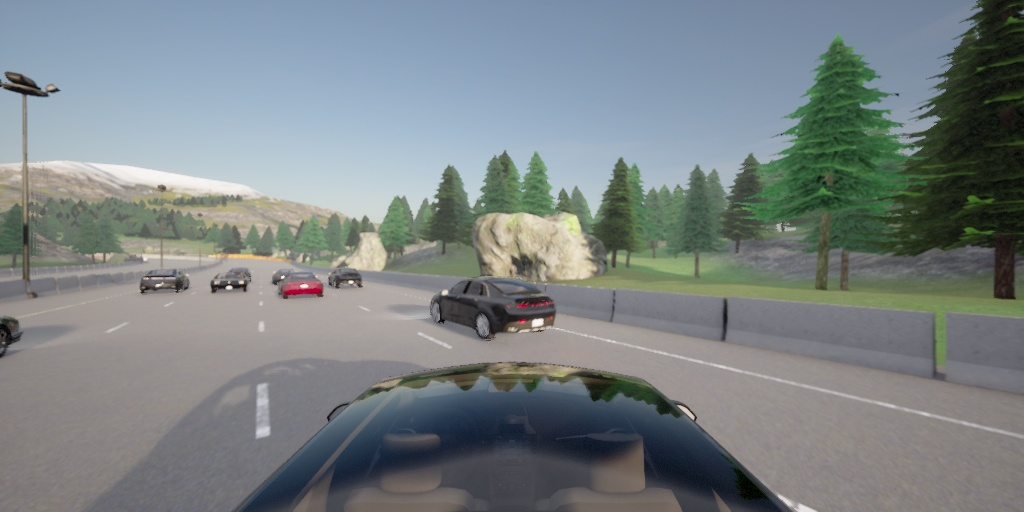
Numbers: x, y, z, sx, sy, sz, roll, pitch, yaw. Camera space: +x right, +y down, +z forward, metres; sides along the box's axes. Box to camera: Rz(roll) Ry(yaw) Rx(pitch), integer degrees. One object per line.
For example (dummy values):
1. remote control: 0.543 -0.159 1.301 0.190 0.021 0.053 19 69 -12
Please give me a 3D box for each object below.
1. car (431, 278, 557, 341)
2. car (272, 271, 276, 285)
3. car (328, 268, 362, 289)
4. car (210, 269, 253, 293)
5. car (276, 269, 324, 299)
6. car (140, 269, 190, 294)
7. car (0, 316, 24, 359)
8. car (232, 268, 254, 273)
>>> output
1. car: -0.774 1.366 10.485 1.837 1.490 4.892 1 -1 -35
2. car: -20.634 1.870 32.742 1.994 1.385 4.181 1 -1 -35
3. car: -13.121 1.697 28.120 1.837 1.490 4.892 1 -1 -35
4. car: -18.982 1.742 24.285 1.895 1.301 4.718 1 -1 -35
5. car: -12.194 1.613 20.695 1.994 1.385 4.181 1 -1 -35
6. car: -22.914 1.636 23.799 2.128 1.511 4.902 1 -1 -35
7. car: -9.916 1.336 5.236 2.033 1.411 5.357 1 -1 -35
8. car: -25.968 1.859 34.267 1.837 1.490 4.892 1 -1 -35
